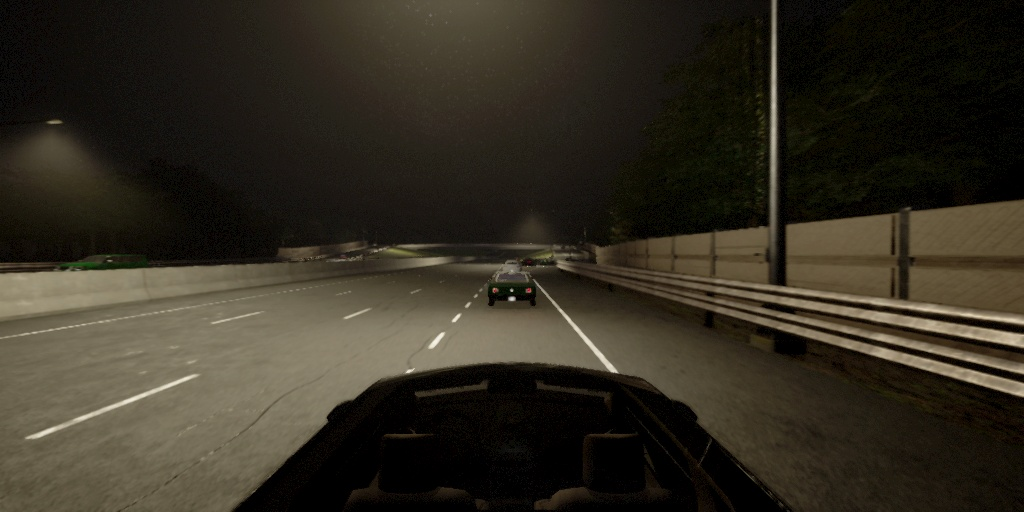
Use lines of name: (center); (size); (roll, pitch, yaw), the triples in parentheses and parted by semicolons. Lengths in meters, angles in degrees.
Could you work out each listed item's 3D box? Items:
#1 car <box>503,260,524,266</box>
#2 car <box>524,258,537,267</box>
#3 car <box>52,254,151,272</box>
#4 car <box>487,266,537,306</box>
car: (0.067, 1.157, 35.754); (1.812, 1.442, 4.674); (0, 0, 1)
car: (2.870, 1.078, 58.784); (1.837, 1.490, 4.892); (1, 0, 13)
car: (-31.530, 0.881, 27.916); (2.150, 2.045, 5.566); (0, 0, 1)
car: (-0.001, 1.302, 15.517); (1.895, 1.301, 4.718); (0, 0, 0)
